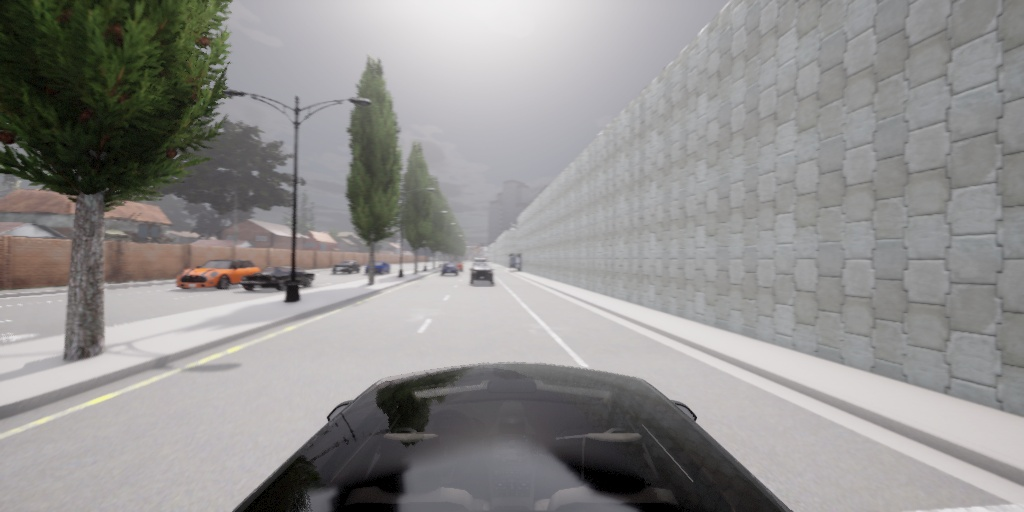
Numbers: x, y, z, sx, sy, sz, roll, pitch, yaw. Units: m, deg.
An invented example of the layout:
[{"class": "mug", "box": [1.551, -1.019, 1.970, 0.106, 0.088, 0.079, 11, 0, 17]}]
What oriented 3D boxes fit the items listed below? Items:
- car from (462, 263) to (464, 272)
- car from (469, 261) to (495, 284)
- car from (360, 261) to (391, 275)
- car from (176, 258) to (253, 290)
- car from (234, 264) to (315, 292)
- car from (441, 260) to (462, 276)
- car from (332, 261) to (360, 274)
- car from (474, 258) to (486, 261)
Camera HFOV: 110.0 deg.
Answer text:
[{"class": "car", "box": [-8.274, 1.415, 53.450, 2.097, 1.767, 4.553, 1, -1, -5]}, {"class": "car", "box": [-2.454, 1.444, 29.354, 2.128, 1.511, 4.902, 1, -1, -5]}, {"class": "car", "box": [-15.206, 1.308, 40.842, 1.882, 1.535, 5.008, 1, -1, -5]}, {"class": "car", "box": [-16.913, 0.973, 20.987, 2.097, 1.767, 4.553, 1, -1, -5]}, {"class": "car", "box": [-13.387, 1.282, 20.804, 1.895, 1.301, 4.718, 1, -1, -5]}, {"class": "car", "box": [-7.141, 1.504, 41.623, 1.812, 1.442, 4.674, 1, 0, -5]}, {"class": "car", "box": [-18.711, 1.261, 40.752, 2.128, 1.511, 4.902, 1, -1, -5]}, {"class": "car", "box": [-4.715, 1.349, 53.049, 2.150, 2.045, 5.566, 1, 0, -5]}]
